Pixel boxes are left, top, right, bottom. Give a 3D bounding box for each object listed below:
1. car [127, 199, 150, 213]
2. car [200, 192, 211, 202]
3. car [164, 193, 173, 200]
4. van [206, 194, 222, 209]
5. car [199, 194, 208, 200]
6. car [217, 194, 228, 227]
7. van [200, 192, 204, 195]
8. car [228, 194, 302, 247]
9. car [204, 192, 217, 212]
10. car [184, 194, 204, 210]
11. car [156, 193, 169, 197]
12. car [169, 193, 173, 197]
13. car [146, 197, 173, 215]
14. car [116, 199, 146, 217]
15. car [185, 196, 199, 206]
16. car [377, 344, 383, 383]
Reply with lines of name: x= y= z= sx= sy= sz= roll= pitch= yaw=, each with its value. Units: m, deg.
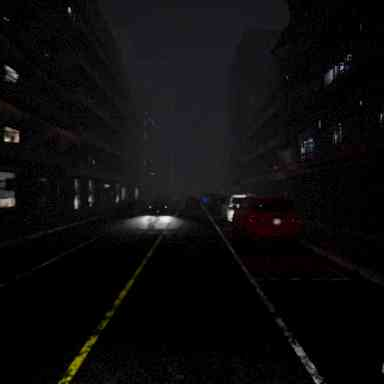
car: x=-5.667 y=1.411 z=35.700 sx=1.802 sy=1.307 sz=4.206 roll=0 pitch=0 yaw=0
car: x=2.734 y=0.992 z=69.790 sx=2.192 sy=1.841 sz=5.009 roll=0 pitch=0 yaw=0
car: x=-5.640 y=1.069 z=81.157 sx=1.967 sy=1.590 sz=4.097 roll=0 pitch=0 yaw=0
van: x=2.718 y=1.144 z=41.378 sx=1.690 sy=1.788 sz=3.998 roll=0 pitch=0 yaw=0
car: x=2.741 y=1.194 z=81.155 sx=1.947 sy=1.339 sz=4.313 roll=0 pitch=0 yaw=0
car: x=3.119 y=1.122 z=21.867 sx=2.150 sy=2.045 sz=5.566 roll=0 pitch=0 yaw=0
van: x=2.728 y=1.068 z=58.425 sx=1.690 sy=1.788 sz=3.998 roll=0 pitch=0 yaw=0
car: x=3.116 y=1.156 z=14.868 sx=2.150 sy=2.045 sz=5.566 roll=0 pitch=0 yaw=0
car: x=2.714 y=1.144 z=35.696 sx=2.192 sy=1.841 sz=5.009 roll=0 pitch=0 yaw=0
car: x=0.095 y=1.292 z=38.866 sx=1.882 sy=1.535 sz=5.008 roll=0 pitch=0 yaw=0
car: x=-5.653 y=1.272 z=58.429 sx=1.887 sy=1.381 sz=4.507 roll=0 pitch=0 yaw=0
car: x=-5.647 y=1.228 z=69.794 sx=2.008 sy=1.369 sz=4.403 roll=0 pitch=0 yaw=0
car: x=-3.080 y=1.446 z=32.356 sx=1.895 sy=1.301 sz=4.718 roll=0 pitch=0 yaw=0
car: x=-5.669 y=1.401 z=30.017 sx=1.887 sy=1.381 sz=4.507 roll=0 pitch=0 yaw=0
car: x=0.047 y=1.311 z=50.254 sx=2.033 sy=1.411 sz=5.357 roll=0 pitch=0 yaw=1
car: x=2.694 y=1.542 z=1.603 sx=2.008 sy=1.369 sz=4.403 roll=0 pitch=0 yaw=0
